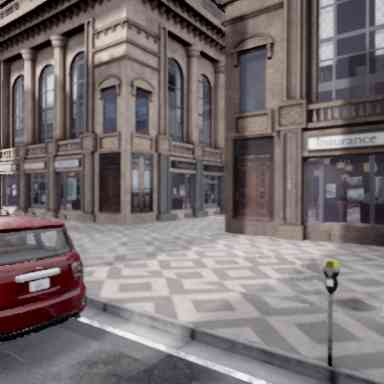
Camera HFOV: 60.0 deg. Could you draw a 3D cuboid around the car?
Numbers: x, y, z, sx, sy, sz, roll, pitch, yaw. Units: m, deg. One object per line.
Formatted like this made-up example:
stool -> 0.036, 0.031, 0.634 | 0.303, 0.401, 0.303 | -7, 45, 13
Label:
car -> -3.954, 1.305, 5.777 | 5.009, 1.841, 2.192 | 0, 0, 35
